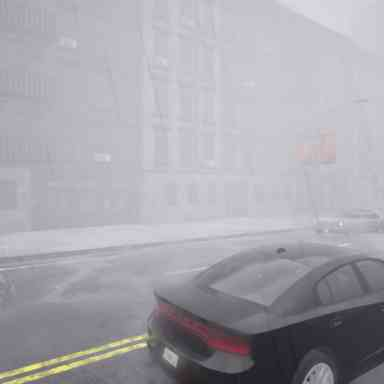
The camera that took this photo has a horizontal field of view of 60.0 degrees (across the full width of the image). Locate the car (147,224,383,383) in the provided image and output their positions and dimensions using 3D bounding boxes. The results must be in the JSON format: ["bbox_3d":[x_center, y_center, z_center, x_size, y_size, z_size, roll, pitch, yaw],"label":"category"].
[{"bbox_3d":[1.815,1.477,4.720,5.008,1.535,1.882,0,0,-35],"label":"car"}]

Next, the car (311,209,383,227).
[{"bbox_3d":[8.390,1.593,17.582,4.718,1.301,1.895,0,0,-35],"label":"car"}]
